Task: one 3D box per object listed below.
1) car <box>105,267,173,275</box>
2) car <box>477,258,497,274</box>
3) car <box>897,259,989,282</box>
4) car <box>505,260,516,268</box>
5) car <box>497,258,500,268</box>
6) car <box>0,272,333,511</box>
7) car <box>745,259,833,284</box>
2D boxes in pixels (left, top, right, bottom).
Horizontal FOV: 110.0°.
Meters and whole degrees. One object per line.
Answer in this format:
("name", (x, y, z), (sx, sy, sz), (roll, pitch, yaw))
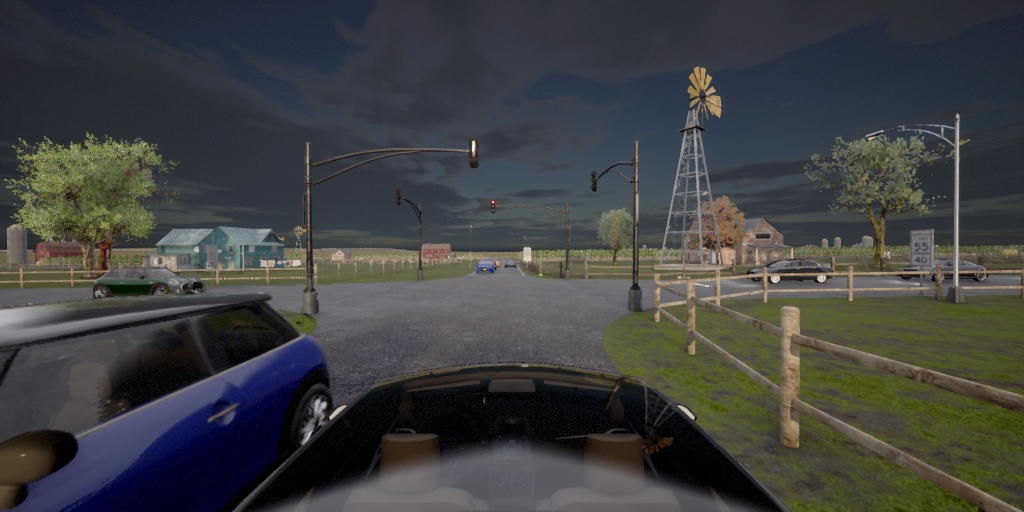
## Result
("car", (-19.177, 1.372, 19.108), (4.553, 1.767, 2.097), (-1, 1, 0))
("car", (-3.051, 1.222, 41.982), (1.882, 1.535, 5.008), (0, 0, -1))
("car", (27.542, 0.885, 23.028), (4.181, 1.385, 1.994), (-1, 1, 0))
("car", (-0.259, 1.311, 62.951), (1.994, 1.385, 4.181), (0, 0, 0))
("car", (-3.122, 1.293, 51.886), (2.033, 1.411, 5.357), (0, 0, -1))
("car", (-2.893, 1.102, 1.832), (2.097, 1.767, 4.553), (0, 0, -1))
("car", (17.684, 0.957, 22.984), (4.892, 1.490, 1.837), (-1, 1, 0))
